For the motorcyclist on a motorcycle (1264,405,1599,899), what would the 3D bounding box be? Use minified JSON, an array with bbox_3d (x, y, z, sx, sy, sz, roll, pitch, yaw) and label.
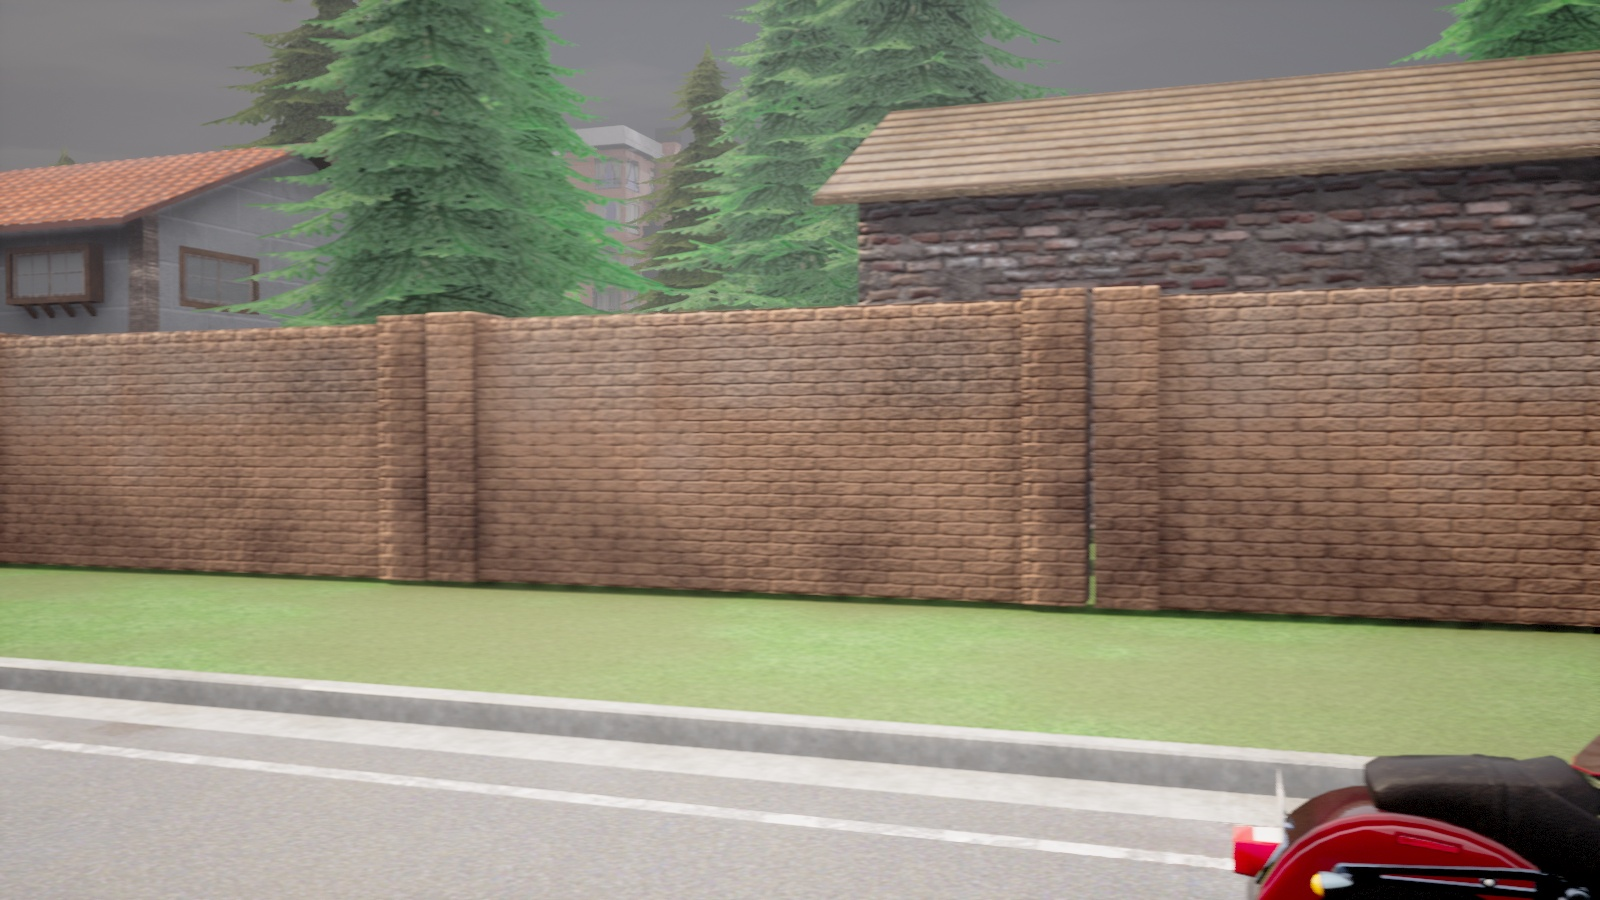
[{"bbox_3d":[2.178,0.746,2.459,2.350,1.649,0.766,1,1,19],"label":"motorcyclist on a motorcycle"}]
